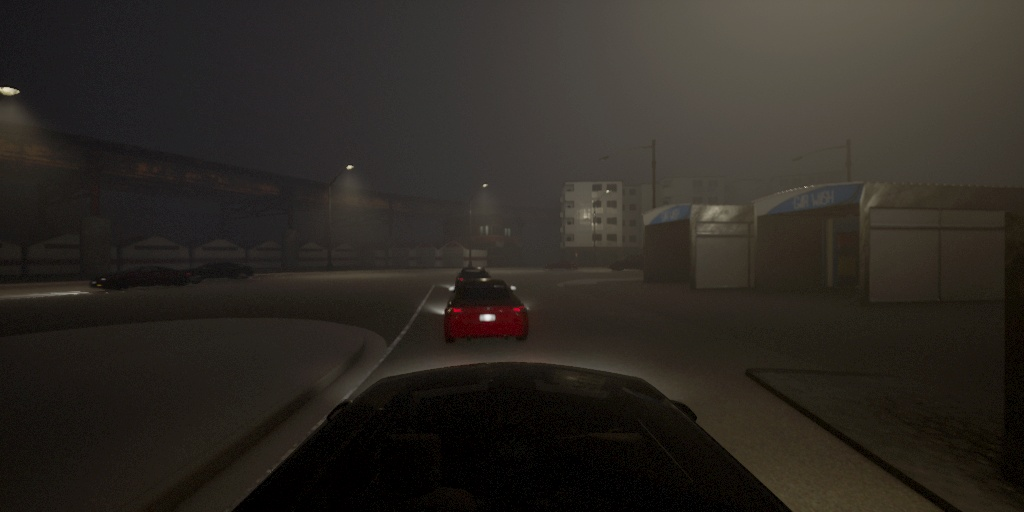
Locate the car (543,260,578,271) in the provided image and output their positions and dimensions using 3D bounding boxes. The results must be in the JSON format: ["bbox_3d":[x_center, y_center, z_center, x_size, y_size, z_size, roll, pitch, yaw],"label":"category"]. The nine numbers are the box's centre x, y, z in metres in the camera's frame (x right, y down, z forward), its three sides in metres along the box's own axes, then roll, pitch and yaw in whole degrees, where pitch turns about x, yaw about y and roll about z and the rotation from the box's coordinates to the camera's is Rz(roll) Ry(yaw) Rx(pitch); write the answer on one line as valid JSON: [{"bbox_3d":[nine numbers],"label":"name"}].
[{"bbox_3d":[6.382,1.202,47.361,4.674,1.442,1.812,0,0,-11],"label":"car"}]

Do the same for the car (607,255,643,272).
[{"bbox_3d":[14.851,0.902,45.031,5.566,2.045,2.150,0,0,-2],"label":"car"}]

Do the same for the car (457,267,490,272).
[{"bbox_3d":[-2.113,1.285,19.810,1.994,1.385,4.181,0,0,-8],"label":"car"}]

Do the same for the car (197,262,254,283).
[{"bbox_3d":[-22.866,1.215,27.673,1.837,1.490,4.892,-3,-2,33],"label":"car"}]

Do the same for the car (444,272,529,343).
[{"bbox_3d":[-0.776,1.301,9.756,1.994,1.385,4.181,0,0,-7],"label":"car"}]

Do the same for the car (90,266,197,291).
[{"bbox_3d":[-22.184,1.282,21.589,1.994,1.385,4.181,0,0,28],"label":"car"}]
